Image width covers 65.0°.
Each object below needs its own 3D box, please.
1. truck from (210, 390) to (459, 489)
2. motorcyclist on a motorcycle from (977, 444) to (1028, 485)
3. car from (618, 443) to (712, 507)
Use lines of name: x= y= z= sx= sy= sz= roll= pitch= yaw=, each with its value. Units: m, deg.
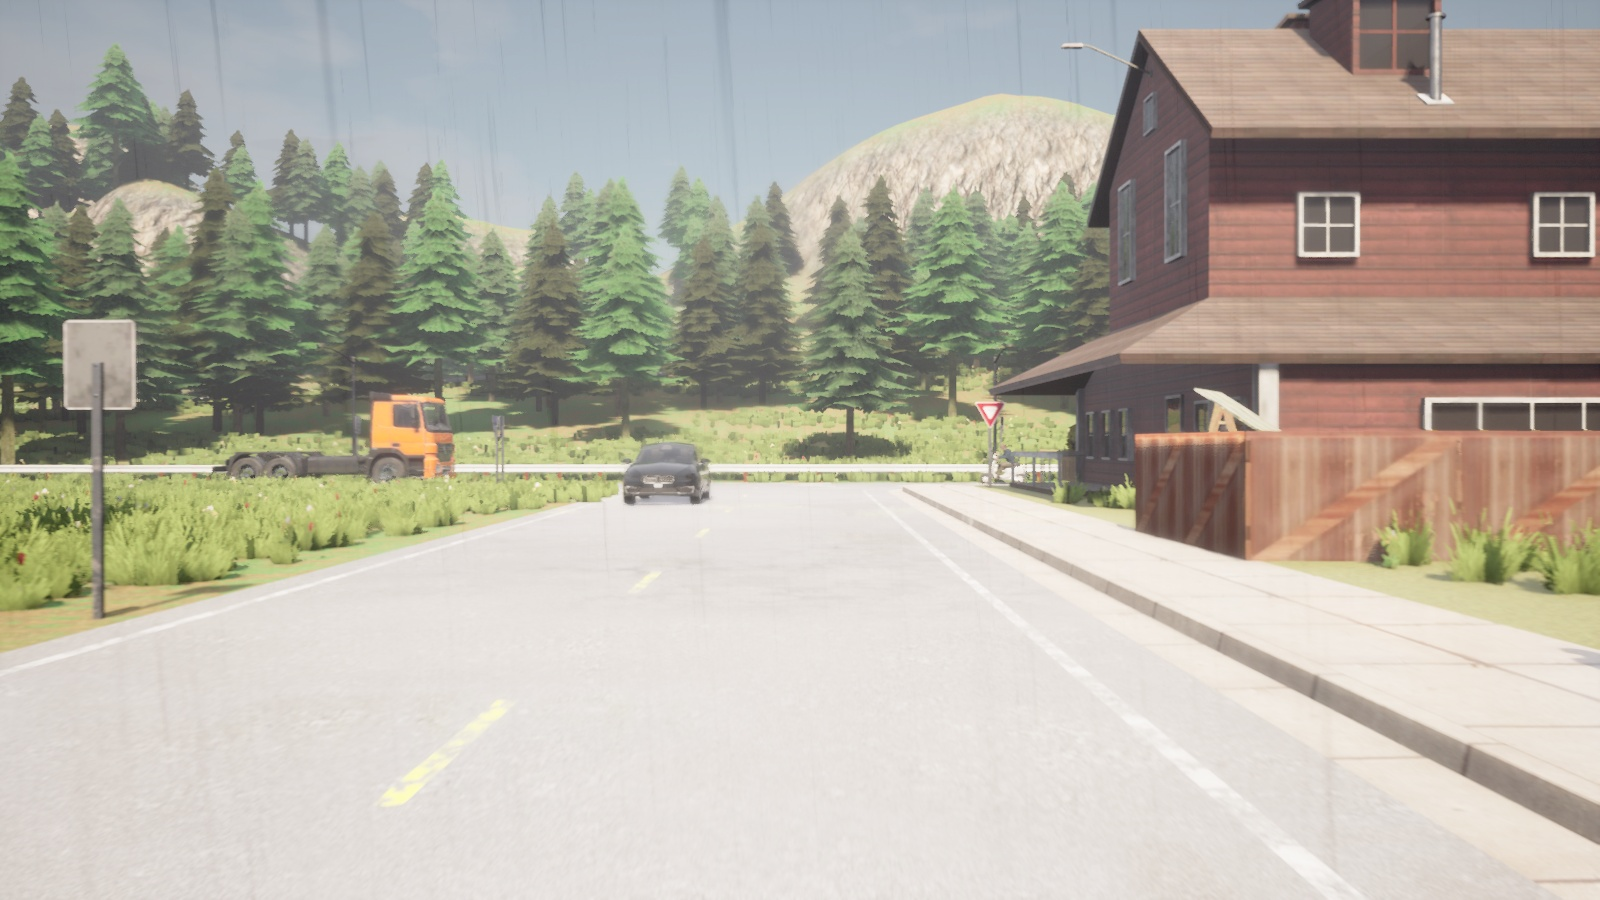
truck: x=-16.734 y=-0.365 z=45.498 sx=7.936 sy=3.462 sz=2.891 roll=0 pitch=0 yaw=0
motorcyclist on a motorcycle: x=7.875 y=0.571 z=48.904 sx=1.817 sy=1.590 sz=0.866 roll=0 pitch=0 yaw=0
car: x=-3.323 y=0.570 z=31.704 sx=1.837 sy=1.490 sz=4.892 roll=0 pitch=0 yaw=0
